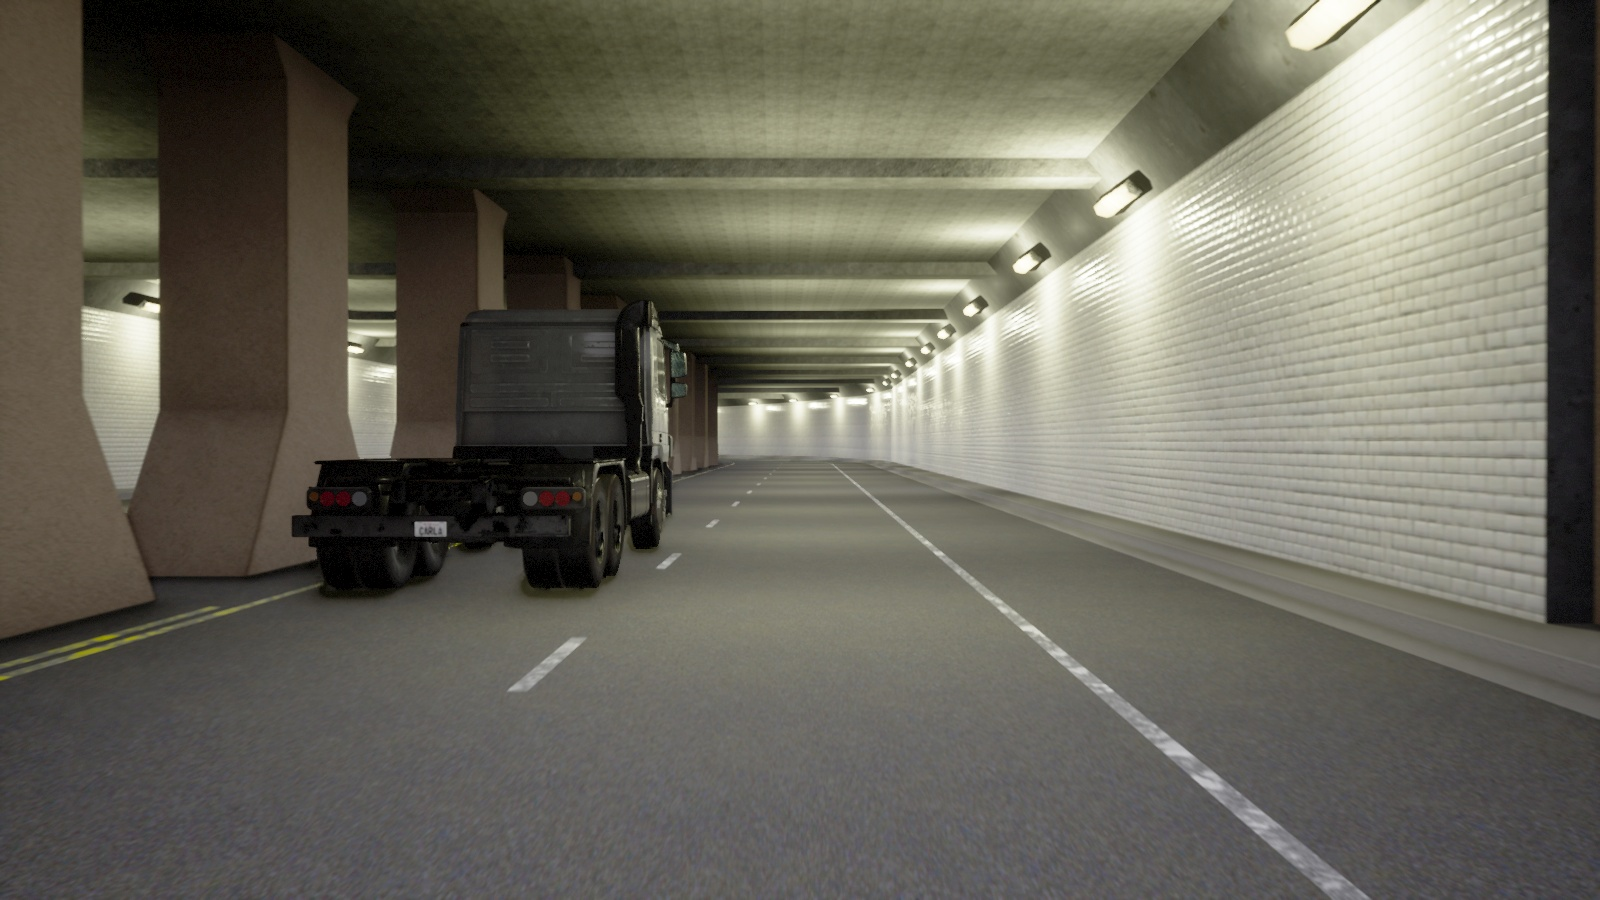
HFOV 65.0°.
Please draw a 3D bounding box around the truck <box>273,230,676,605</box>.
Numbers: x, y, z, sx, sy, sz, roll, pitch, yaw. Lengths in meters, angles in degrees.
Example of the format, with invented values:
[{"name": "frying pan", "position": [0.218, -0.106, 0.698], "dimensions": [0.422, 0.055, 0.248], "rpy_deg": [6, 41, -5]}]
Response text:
[{"name": "truck", "position": [-3.397, -0.326, 15.565], "dimensions": [2.891, 3.462, 7.936], "rpy_deg": [0, 0, 0]}]
